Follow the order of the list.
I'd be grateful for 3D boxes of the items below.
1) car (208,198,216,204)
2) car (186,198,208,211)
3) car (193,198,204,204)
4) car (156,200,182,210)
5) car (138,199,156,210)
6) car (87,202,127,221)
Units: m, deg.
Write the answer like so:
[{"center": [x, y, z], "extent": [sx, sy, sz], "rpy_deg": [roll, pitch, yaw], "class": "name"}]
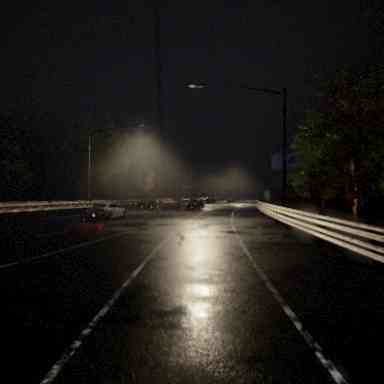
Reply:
[{"center": [4.682, 2.148, 82.185], "extent": [1.882, 1.535, 5.008], "rpy_deg": [0, -1, 12], "class": "car"}, {"center": [0.507, 1.794, 46.474], "extent": [1.837, 1.490, 4.892], "rpy_deg": [0, -1, 12], "class": "car"}, {"center": [1.698, 2.276, 84.935], "extent": [1.895, 1.301, 4.718], "rpy_deg": [0, -1, 12], "class": "car"}, {"center": [-2.901, 1.824, 47.259], "extent": [2.033, 1.411, 5.357], "rpy_deg": [0, -1, 12], "class": "car"}, {"center": [-6.303, 1.772, 48.079], "extent": [1.837, 1.490, 4.892], "rpy_deg": [0, -1, 12], "class": "car"}, {"center": [-7.096, 1.586, 27.940], "extent": [1.812, 1.442, 4.674], "rpy_deg": [0, -1, 12], "class": "car"}]
